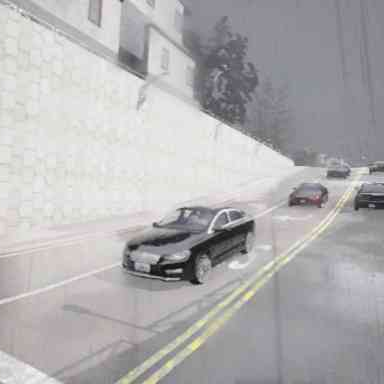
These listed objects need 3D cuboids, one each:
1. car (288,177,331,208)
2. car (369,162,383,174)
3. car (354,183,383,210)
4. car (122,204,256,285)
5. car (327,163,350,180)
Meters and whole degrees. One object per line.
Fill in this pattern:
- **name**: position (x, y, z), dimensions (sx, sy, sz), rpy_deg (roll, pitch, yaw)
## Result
- **car**: position (7.674, 0.121, 21.755), dimensions (1.994, 1.385, 4.181), rpy_deg (3, 9, 30)
- **car**: position (21.404, -2.827, 38.078), dimensions (1.895, 1.301, 4.718), rpy_deg (3, 10, 30)
- **car**: position (10.978, 0.197, 20.088), dimensions (1.837, 1.490, 4.892), rpy_deg (3, 9, 30)
- **car**: position (0.208, 1.138, 8.848), dimensions (2.128, 1.511, 4.902), rpy_deg (2, 4, 30)
- **car**: position (15.568, -2.287, 35.248), dimensions (1.882, 1.535, 5.008), rpy_deg (3, 10, 30)
